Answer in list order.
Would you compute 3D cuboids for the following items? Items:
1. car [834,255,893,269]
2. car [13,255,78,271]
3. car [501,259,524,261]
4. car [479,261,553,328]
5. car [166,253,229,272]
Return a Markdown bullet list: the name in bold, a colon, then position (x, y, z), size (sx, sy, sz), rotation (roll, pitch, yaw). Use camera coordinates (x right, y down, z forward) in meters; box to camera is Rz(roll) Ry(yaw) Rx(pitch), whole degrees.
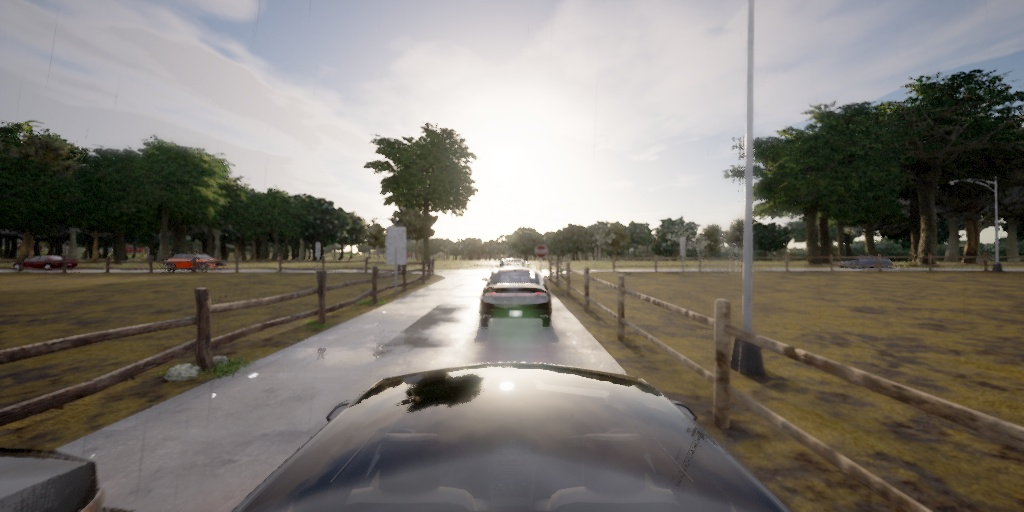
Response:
- **car**: position (34.313, 0.588, 35.130), size (4.181, 1.385, 1.994), rotation (0, -1, 9)
- **car**: position (-47.072, 0.684, 36.236), size (5.008, 1.535, 1.882), rotation (0, 0, 1)
- **car**: position (0.023, 0.903, 20.855), size (2.128, 1.511, 4.902), rotation (0, 1, -1)
- **car**: position (0.092, 1.069, 10.665), size (2.128, 1.511, 4.902), rotation (0, 1, 0)
- **car**: position (-29.124, 0.543, 33.350), size (4.553, 1.767, 2.097), rotation (0, 0, 0)
